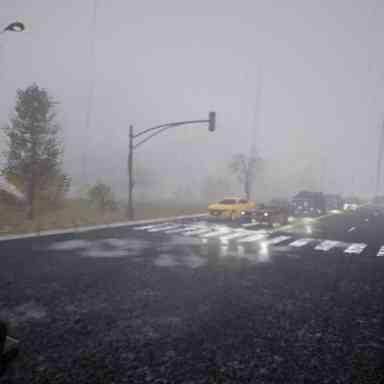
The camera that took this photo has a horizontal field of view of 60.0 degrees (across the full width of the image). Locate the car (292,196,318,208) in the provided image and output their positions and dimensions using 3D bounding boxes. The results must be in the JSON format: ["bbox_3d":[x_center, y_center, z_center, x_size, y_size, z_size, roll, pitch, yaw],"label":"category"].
[{"bbox_3d":[13.980,1.187,41.027,1.994,1.385,4.181,2,1,34],"label":"car"}]

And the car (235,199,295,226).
[{"bbox_3d":[4.847,1.359,21.430,1.895,1.301,4.718,2,1,33],"label":"car"}]

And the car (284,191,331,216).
[{"bbox_3d":[10.496,0.950,29.930,2.150,2.045,5.566,2,1,34],"label":"car"}]

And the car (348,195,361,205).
[{"bbox_3d":[24.606,1.232,51.010,1.994,1.385,4.181,2,1,34],"label":"car"}]

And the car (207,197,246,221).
[{"bbox_3d":[2.970,1.157,24.481,1.882,1.535,5.008,2,1,34],"label":"car"}]

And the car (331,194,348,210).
[{"bbox_3d":[16.178,1.051,38.453,2.097,1.767,4.553,2,1,34],"label":"car"}]

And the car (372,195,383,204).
[{"bbox_3d":[30.310,1.270,53.720,2.033,1.411,5.357,2,1,34],"label":"car"}]

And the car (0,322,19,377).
[{"bbox_3d":[-3.720,1.505,1.969,1.895,1.301,4.718,1,1,32],"label":"car"}]
